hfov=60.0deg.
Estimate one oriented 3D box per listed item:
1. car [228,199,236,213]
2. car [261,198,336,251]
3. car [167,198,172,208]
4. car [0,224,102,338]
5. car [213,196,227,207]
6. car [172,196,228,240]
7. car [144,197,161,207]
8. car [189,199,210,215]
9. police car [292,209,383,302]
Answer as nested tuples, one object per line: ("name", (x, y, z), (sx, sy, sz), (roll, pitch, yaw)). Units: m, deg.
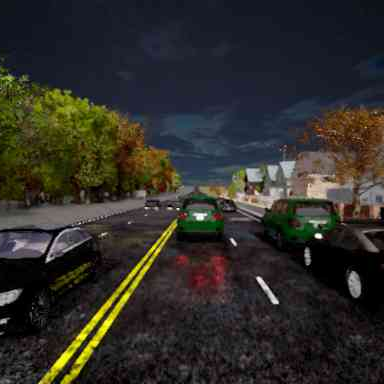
("car", (4.024, 1.524, 38.317), (1.837, 1.490, 4.892), (1, 0, 1))
("car", (4.476, 1.270, 14.397), (2.150, 2.045, 5.566), (1, 0, 1))
("car", (-2.430, 1.484, 47.698), (2.033, 1.411, 5.357), (1, 0, 1))
("car", (-3.254, 1.456, 6.748), (2.128, 1.511, 4.902), (1, 0, 1))
("car", (4.222, 1.482, 51.248), (1.882, 1.535, 5.008), (1, 0, 1))
("car", (0.403, 1.221, 17.078), (2.150, 2.045, 5.566), (1, 0, 1))
("car", (-5.658, 1.465, 48.480), (1.994, 1.385, 4.181), (1, 0, 1))
("car", (0.771, 1.535, 35.370), (2.033, 1.411, 5.357), (1, 0, 1))
("police car", (4.357, 1.472, 8.479), (1.930, 1.638, 5.238), (1, 0, 1))
